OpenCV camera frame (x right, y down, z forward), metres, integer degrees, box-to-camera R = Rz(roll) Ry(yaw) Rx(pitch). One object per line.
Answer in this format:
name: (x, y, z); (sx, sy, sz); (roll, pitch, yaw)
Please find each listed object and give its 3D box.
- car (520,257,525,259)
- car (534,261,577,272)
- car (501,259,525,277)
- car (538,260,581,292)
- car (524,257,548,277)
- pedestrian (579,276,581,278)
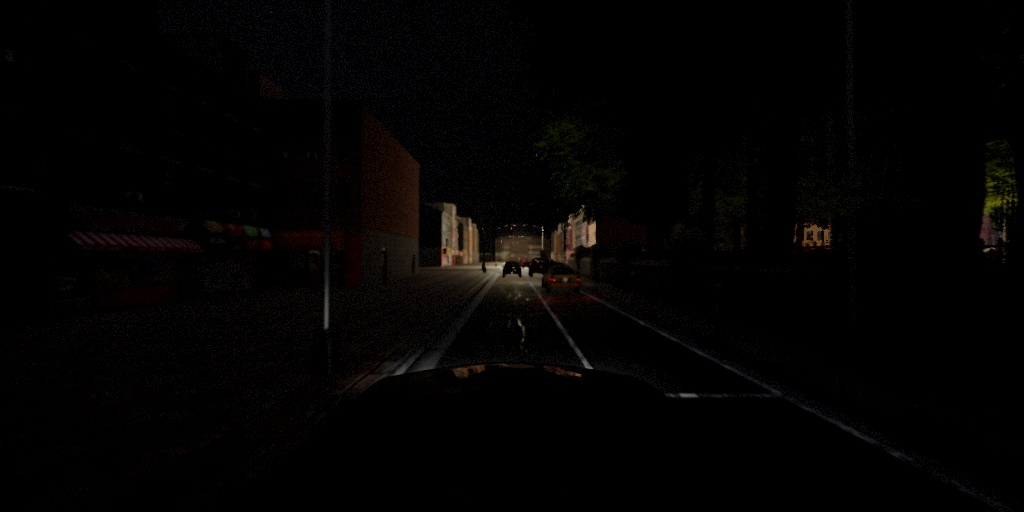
car: (2.643, 1.371, 61.407); (1.888, 1.381, 4.507); (0, 0, 0)
car: (5.728, 1.352, 47.873); (5.357, 1.411, 2.033); (0, -1, -10)
car: (0.003, 1.273, 34.940); (1.837, 1.490, 4.892); (0, 0, 0)
car: (2.752, 1.209, 21.004); (1.801, 1.575, 5.366); (0, 0, 0)
car: (2.641, 1.083, 34.978); (2.192, 1.841, 5.009); (0, 0, 0)
pedestrian: (3.684, 1.590, 23.904); (1.860, 0.375, 0.375); (-17, 23, 3)
